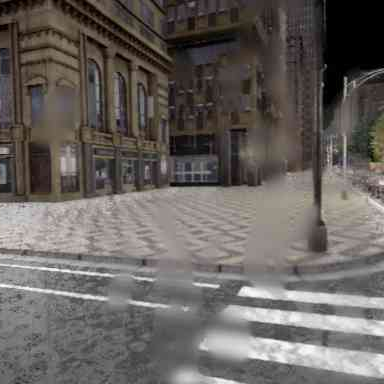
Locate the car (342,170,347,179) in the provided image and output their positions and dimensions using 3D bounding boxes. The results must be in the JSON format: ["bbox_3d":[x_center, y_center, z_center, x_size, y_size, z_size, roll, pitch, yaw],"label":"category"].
[{"bbox_3d":[23.565,-2.317,48.600,1.967,1.590,4.097,1,4,21],"label":"car"}]

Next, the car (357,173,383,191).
[{"bbox_3d":[15.440,-0.683,28.044,1.887,1.381,4.507,1,4,22],"label":"car"}]

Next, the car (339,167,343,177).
[{"bbox_3d":[27.628,-3.103,58.879,1.967,1.590,4.097,1,5,21],"label":"car"}]

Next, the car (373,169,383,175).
[{"bbox_3d":[45.778,-4.986,81.618,1.752,1.417,4.829,1,5,21],"label":"car"}]

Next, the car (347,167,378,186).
[{"bbox_3d":[19.501,-1.670,38.310,2.192,1.841,5.009,1,4,21],"label":"car"}]

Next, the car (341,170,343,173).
[{"bbox_3d":[25.535,-2.611,53.588,1.752,1.417,4.829,1,4,21],"label":"car"}]

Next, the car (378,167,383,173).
[{"bbox_3d":[41.654,-4.125,71.185,1.947,1.339,4.313,1,5,21],"label":"car"}]

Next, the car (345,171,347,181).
[{"bbox_3d":[21.535,-1.787,43.469,1.802,1.307,4.206,1,4,21],"label":"car"}]

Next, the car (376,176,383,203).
[{"bbox_3d":[11.378,0.063,17.763,1.887,1.381,4.507,1,4,22],"label":"car"}]

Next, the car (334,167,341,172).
[{"bbox_3d":[35.752,-4.581,79.446,1.947,1.339,4.313,1,5,21],"label":"car"}]

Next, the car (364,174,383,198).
[{"bbox_3d":[13.409,-0.303,22.904,2.008,1.369,4.403,1,4,22],"label":"car"}]

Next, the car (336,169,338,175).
[{"bbox_3d":[31.691,-3.776,69.168,1.947,1.339,4.313,1,5,21],"label":"car"}]
